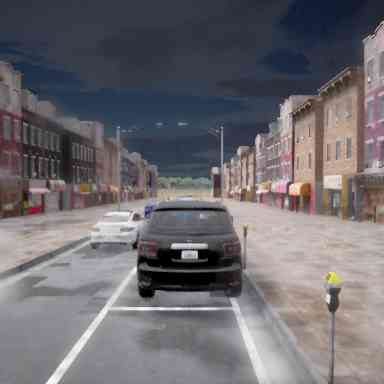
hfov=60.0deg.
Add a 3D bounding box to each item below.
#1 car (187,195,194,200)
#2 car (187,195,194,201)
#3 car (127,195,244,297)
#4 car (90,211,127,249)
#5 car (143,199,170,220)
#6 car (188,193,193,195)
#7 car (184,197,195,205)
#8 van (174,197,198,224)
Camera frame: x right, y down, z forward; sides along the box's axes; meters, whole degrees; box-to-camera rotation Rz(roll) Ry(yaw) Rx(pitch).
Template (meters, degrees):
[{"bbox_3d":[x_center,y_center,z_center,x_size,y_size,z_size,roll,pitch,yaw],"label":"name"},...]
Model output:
[{"bbox_3d":[-0.399,1.541,91.932,1.947,1.339,4.313,-1,0,0],"label":"car"},{"bbox_3d":[-0.399,1.541,86.399,1.947,1.339,4.313,-1,0,0],"label":"car"},{"bbox_3d":[-0.039,1.224,8.682,2.150,2.045,5.566,0,0,0],"label":"car"},{"bbox_3d":[-3.020,1.528,14.443,1.812,1.442,4.674,0,0,0],"label":"car"},{"bbox_3d":[-3.020,1.474,29.446,1.882,1.535,5.008,0,0,0],"label":"car"},{"bbox_3d":[-0.404,1.301,36.607,2.192,1.841,5.009,-1,0,0],"label":"car"},{"bbox_3d":[-0.398,1.561,58.737,1.802,1.307,4.206,-1,0,0],"label":"car"},{"bbox_3d":[-0.403,1.331,25.542,1.690,1.788,3.998,-1,0,0],"label":"van"}]
